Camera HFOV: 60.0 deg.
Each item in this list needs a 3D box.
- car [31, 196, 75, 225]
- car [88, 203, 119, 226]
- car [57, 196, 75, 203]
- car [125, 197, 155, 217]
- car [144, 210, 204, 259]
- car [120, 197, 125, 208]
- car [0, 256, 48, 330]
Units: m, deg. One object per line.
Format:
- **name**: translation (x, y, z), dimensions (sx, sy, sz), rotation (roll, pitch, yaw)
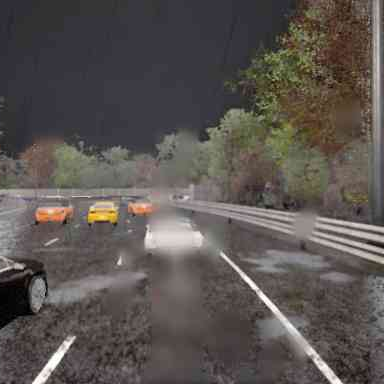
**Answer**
- **car**: translation (-10.052, 1.395, 24.673), dimensions (2.097, 1.767, 4.553), rotation (0, 0, -12)
- **car**: translation (-6.334, 1.501, 23.994), dimensions (1.882, 1.535, 5.008), rotation (0, 0, -12)
- **car**: translation (-28.093, 1.643, 74.233), dimensions (2.128, 1.511, 4.902), rotation (0, 0, -42)
- **car**: translation (-4.939, 1.365, 31.994), dimensions (2.097, 1.767, 4.553), rotation (0, 0, -17)
- **car**: translation (-0.779, 1.599, 12.563), dimensions (1.895, 1.301, 4.718), rotation (0, 0, -6)
- **car**: translation (-9.342, 1.520, 48.034), dimensions (2.128, 1.511, 4.902), rotation (0, 0, -15)
- **car**: translation (-3.673, 1.509, 4.593), dimensions (2.128, 1.511, 4.902), rotation (0, 0, -2)
